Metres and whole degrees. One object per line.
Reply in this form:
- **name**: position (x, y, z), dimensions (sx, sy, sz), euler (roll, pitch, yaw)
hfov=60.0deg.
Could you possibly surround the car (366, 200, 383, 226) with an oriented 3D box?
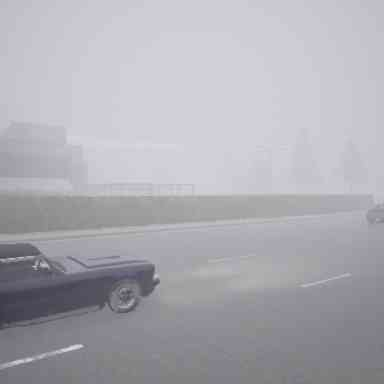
- **car**: position (13.446, 1.492, 21.932), dimensions (4.902, 1.511, 2.128), euler (0, 0, -35)

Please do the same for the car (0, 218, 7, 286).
- **car**: position (-7.042, 1.477, 7.323), dimensions (5.008, 1.535, 1.882), euler (0, 0, -35)

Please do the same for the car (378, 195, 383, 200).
- **car**: position (44.248, 1.525, 76.149), dimensions (2.128, 1.511, 4.902), euler (0, 0, 13)

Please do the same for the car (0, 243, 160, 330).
- **car**: position (-2.979, 1.601, 5.920), dimensions (4.718, 1.301, 1.895), euler (0, 0, -35)
